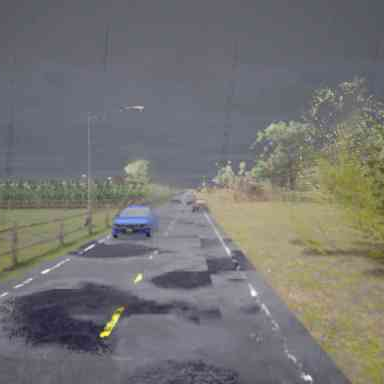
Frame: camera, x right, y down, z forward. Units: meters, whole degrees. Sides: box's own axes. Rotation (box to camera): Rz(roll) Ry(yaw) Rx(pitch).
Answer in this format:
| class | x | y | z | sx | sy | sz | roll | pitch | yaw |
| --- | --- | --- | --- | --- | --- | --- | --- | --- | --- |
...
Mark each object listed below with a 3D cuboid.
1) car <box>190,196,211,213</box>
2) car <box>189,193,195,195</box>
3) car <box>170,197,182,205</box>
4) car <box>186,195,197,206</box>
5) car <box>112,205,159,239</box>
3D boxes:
| class | x | y | z | sx | sy | sz | roll | pitch | yaw |
| --- | --- | --- | --- | --- | --- | --- | --- | --- | --- |
| car | 0.963 | 1.494 | 36.980 | 1.812 | 1.442 | 4.674 | 0 | 0 | 0 |
| car | 0.001 | 1.057 | 75.535 | 2.097 | 1.767 | 4.553 | 0 | 0 | 0 |
| car | -2.792 | 1.528 | 58.757 | 1.895 | 1.301 | 4.718 | 0 | 0 | 1 |
| car | 0.001 | 1.536 | 55.027 | 1.895 | 1.301 | 4.718 | 0 | 0 | 0 |
| car | -2.849 | 1.469 | 17.645 | 1.882 | 1.535 | 5.008 | 0 | 0 | 0 |
